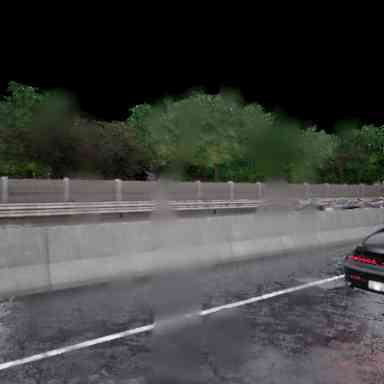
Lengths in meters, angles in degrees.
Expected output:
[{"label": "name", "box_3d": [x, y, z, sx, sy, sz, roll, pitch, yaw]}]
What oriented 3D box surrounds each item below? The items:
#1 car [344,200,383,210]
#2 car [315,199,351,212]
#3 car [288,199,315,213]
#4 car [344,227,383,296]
[{"label": "car", "box_3d": [14.736, 1.555, 26.963, 4.718, 1.301, 1.895, 0, 0, -34]}, {"label": "car", "box_3d": [14.061, 1.441, 30.723, 4.902, 1.511, 2.128, 0, 0, -34]}, {"label": "car", "box_3d": [11.691, 1.474, 33.347, 4.674, 1.442, 1.812, 0, 0, -34]}, {"label": "car", "box_3d": [5.405, 1.491, 7.544, 4.892, 1.490, 1.837, 0, 0, -35]}]
